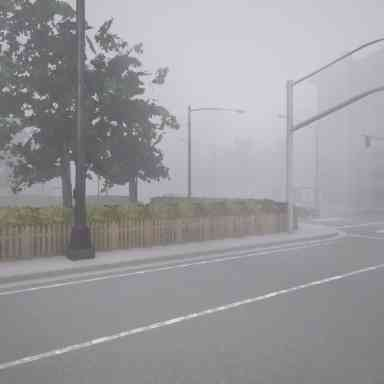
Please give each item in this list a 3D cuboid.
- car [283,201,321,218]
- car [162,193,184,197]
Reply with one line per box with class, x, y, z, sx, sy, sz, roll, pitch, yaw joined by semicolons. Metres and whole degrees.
car;9.368;1.526;30.313;1.812;1.442;4.674;0;0;-35
car;-2.338;1.221;47.233;2.150;2.045;5.566;0;0;-35
